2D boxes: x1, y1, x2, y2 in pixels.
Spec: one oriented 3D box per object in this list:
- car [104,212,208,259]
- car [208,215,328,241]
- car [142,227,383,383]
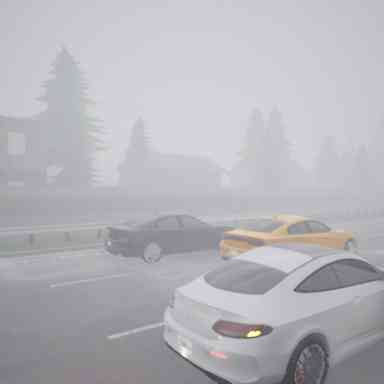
[{"bbox_3d":[-0.592,1.464,11.923,5.008,1.535,1.882,0,0,-35],"label":"car"},{"bbox_3d":[3.130,1.460,10.277,5.008,1.535,1.882,0,0,-35],"label":"car"},{"bbox_3d":[1.792,1.517,5.037,4.674,1.442,1.812,0,0,-36],"label":"car"}]
